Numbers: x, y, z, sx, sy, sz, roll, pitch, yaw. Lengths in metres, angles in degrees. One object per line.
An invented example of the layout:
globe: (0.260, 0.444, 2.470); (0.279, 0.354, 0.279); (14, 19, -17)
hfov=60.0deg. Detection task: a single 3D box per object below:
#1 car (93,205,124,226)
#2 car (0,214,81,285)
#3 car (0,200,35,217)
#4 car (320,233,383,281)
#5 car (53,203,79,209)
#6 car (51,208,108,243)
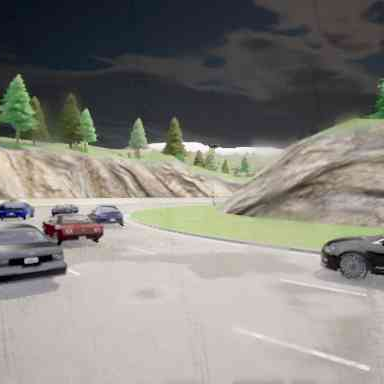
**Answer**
car: (-6.190, 1.678, 24.021); (1.812, 1.442, 4.674); (0, 0, -25)
car: (-5.265, 1.595, 9.420); (2.033, 1.411, 5.357); (1, -1, -41)
car: (-15.173, 1.624, 29.204); (1.882, 1.535, 5.008); (0, 0, -14)
car: (5.939, 1.589, 8.560); (4.902, 1.511, 2.128); (0, 0, 36)
car: (-12.516, 1.791, 33.195); (1.895, 1.301, 4.718); (0, 0, -10)
car: (-5.925, 1.696, 16.151); (1.895, 1.301, 4.718); (1, 0, -34)
